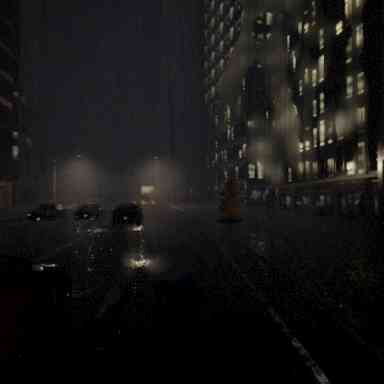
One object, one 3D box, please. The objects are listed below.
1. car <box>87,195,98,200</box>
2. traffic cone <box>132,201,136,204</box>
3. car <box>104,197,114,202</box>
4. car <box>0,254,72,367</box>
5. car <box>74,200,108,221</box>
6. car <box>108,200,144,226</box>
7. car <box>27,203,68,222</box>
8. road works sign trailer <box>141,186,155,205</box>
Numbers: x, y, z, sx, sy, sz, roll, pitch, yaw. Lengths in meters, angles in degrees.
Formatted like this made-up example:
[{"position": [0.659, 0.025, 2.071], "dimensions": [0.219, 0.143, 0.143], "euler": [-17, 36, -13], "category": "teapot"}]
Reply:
[{"position": [-20.068, 1.493, 67.016], "dimensions": [2.097, 1.767, 4.553], "euler": [0, 0, -17], "category": "car"}, {"position": [-11.435, 2.137, 67.450], "dimensions": [0.340, 0.580, 0.340], "euler": [0, 0, -16], "category": "traffic cone"}, {"position": [-16.728, 1.678, 67.216], "dimensions": [1.812, 1.442, 4.674], "euler": [0, 0, -17], "category": "car"}, {"position": [-3.299, 1.580, 4.860], "dimensions": [1.994, 1.385, 4.181], "euler": [0, 0, -1], "category": "car"}, {"position": [-8.459, 1.633, 27.679], "dimensions": [1.994, 1.385, 4.181], "euler": [0, 0, -7], "category": "car"}, {"position": [-4.542, 1.541, 23.870], "dimensions": [1.882, 1.535, 5.008], "euler": [0, 0, -6], "category": "car"}, {"position": [-11.633, 1.612, 27.148], "dimensions": [2.033, 1.411, 5.357], "euler": [0, 0, -7], "category": "car"}, {"position": [-8.153, 0.635, 61.119], "dimensions": [2.380, 3.560, 2.880], "euler": [0, 0, -16], "category": "road works sign trailer"}]
